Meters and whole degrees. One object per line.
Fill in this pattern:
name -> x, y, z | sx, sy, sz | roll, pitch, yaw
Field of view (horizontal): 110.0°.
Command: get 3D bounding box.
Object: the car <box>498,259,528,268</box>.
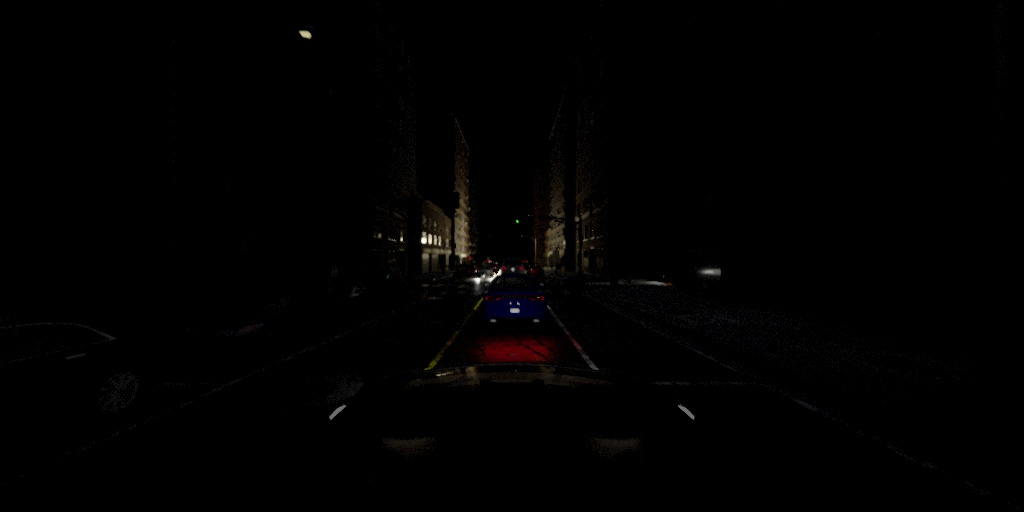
car -> 0.083, 1.315, 34.160 | 2.150, 2.045, 5.566 | 0, -1, 0

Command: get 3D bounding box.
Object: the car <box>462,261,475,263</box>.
car -> -5.680, 1.593, 46.920 | 2.192, 1.841, 5.009 | 0, 0, 0

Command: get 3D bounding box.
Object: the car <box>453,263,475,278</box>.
car -> -5.679, 1.792, 41.356 | 1.802, 1.307, 4.207 | 0, 0, 0

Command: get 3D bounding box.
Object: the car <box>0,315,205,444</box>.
car -> -5.668, 1.317, 3.193 | 2.007, 1.370, 4.403 | 0, 0, 0

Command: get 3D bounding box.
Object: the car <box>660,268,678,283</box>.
car -> 14.675, 1.513, 29.961 | 4.181, 1.385, 1.994 | 0, 0, 0

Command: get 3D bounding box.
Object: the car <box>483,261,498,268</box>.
car -> -3.097, 1.688, 51.599 | 2.097, 1.767, 4.553 | 0, -1, 0

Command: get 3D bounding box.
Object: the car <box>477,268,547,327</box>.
car -> 0.084, 1.343, 12.119 | 1.882, 1.535, 5.008 | 0, -1, 0

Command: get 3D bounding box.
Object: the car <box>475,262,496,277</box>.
car -> -3.111, 1.742, 41.903 | 1.812, 1.442, 4.674 | 0, -1, -3

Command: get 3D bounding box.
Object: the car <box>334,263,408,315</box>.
car -> -5.671, 1.206, 14.358 | 2.192, 1.841, 5.009 | 0, 0, 0

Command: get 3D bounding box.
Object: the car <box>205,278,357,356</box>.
car -> -5.669, 1.410, 8.776 | 1.802, 1.307, 4.207 | 0, 0, 0

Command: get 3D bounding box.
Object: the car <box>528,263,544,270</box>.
car -> 2.847, 1.792, 41.385 | 1.802, 1.307, 4.207 | 0, 0, 0
